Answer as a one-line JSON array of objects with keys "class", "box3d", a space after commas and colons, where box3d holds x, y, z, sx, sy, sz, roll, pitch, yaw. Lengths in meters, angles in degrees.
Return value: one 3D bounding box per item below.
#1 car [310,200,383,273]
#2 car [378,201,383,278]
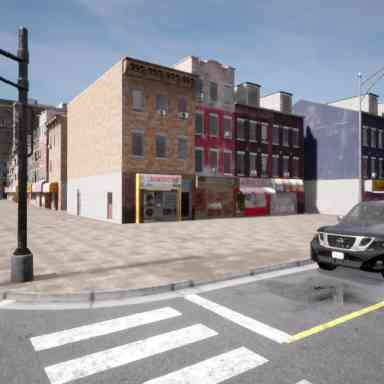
[{"class": "car", "box3d": [5.960, 1.266, 10.022, 5.566, 2.045, 2.150, 0, -1, -35]}, {"class": "car", "box3d": [6.361, 1.243, 6.819, 5.566, 2.045, 2.150, 0, 0, -35]}]
